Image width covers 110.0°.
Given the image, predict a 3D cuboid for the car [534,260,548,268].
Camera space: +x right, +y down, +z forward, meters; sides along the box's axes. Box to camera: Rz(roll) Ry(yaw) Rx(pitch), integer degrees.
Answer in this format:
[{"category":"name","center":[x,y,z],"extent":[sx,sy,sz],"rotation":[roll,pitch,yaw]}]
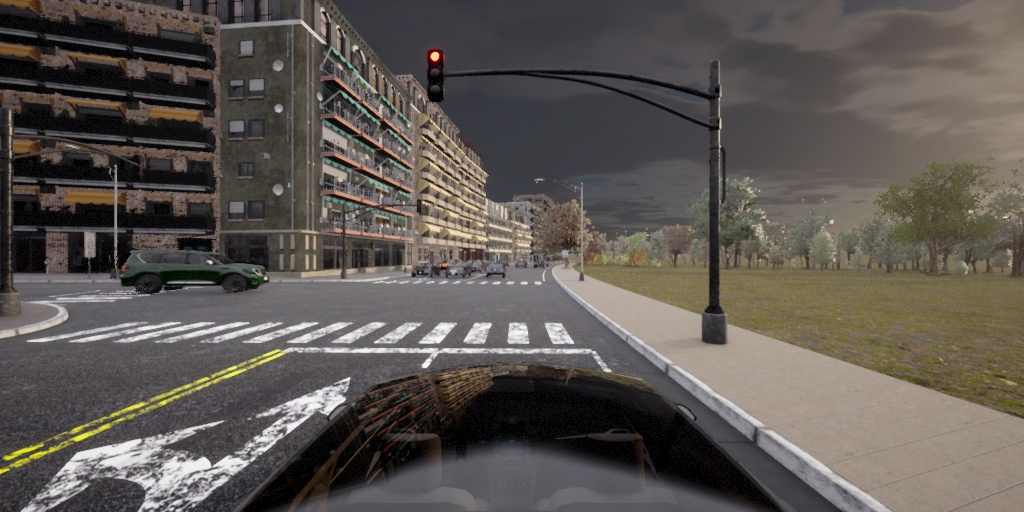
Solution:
[{"category":"car","center":[5.014,1.439,64.892],"extent":[1.837,1.490,4.892],"rotation":[0,0,9]}]

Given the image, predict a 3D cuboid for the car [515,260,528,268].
[{"category":"car","center":[1.761,1.426,65.106],"extent":[2.128,1.511,4.902],"rotation":[0,0,9]}]

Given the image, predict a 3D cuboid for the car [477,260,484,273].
[{"category":"car","center":[-4.271,1.345,44.254],"extent":[1.837,1.490,4.892],"rotation":[0,0,6]}]

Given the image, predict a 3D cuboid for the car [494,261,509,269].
[{"category":"car","center":[-1.787,1.524,63.625],"extent":[1.895,1.301,4.718],"rotation":[0,0,9]}]

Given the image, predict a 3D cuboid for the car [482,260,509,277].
[{"category":"car","center":[-1.467,1.357,36.004],"extent":[2.033,1.411,5.357],"rotation":[0,0,2]}]

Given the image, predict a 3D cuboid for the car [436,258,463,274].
[{"category":"car","center":[-7.582,1.189,43.742],"extent":[2.097,1.767,4.553],"rotation":[0,0,6]}]

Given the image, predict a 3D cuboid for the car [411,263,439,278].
[{"category":"car","center":[-8.364,1.370,35.322],"extent":[1.994,1.385,4.181],"rotation":[0,0,5]}]

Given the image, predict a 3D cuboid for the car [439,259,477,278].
[{"category":"car","center":[-5.134,1.297,34.951],"extent":[2.128,1.511,4.902],"rotation":[0,0,5]}]

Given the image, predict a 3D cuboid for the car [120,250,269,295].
[{"category":"car","center":[-15.361,0.766,17.675],"extent":[5.566,2.045,2.150],"rotation":[1,0,-18]}]
